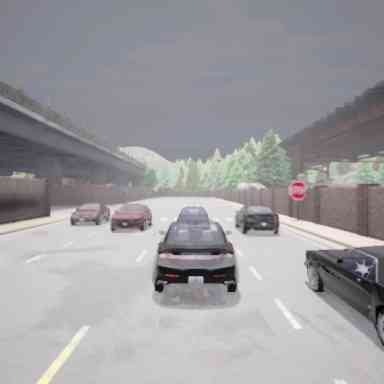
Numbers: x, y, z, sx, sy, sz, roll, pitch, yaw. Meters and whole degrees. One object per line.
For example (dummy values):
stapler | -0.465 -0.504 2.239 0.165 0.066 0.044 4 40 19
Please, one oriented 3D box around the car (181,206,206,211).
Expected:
car | 0.081 1.515 19.037 2.033 1.411 5.357 0 0 0

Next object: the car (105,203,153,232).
car | -3.540 1.442 20.156 1.882 1.535 5.008 0 0 0

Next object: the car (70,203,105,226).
car | -7.010 1.488 23.466 1.812 1.442 4.674 0 0 0

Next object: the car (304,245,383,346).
car | 3.598 1.591 5.900 1.895 1.301 4.718 0 0 0

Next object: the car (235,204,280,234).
car | 3.594 1.445 19.032 1.882 1.535 5.008 0 0 0

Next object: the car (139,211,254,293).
car | 0.084 1.475 8.822 2.128 1.511 4.902 0 0 0

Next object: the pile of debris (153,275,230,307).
pile of debris | -0.003 2.162 7.418 1.500 0.140 1.860 0 0 0
